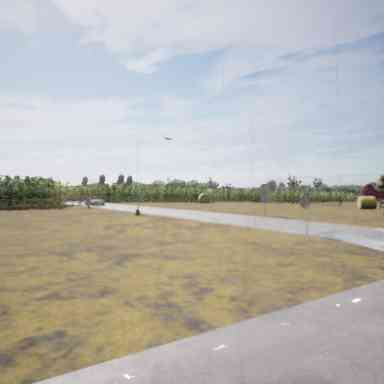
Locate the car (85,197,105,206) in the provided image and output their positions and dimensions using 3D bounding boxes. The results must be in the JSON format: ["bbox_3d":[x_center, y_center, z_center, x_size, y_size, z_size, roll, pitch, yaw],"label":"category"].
[{"bbox_3d":[-15.286,1.506,52.359,1.895,1.301,4.718,-1,0,-35],"label":"car"}]
